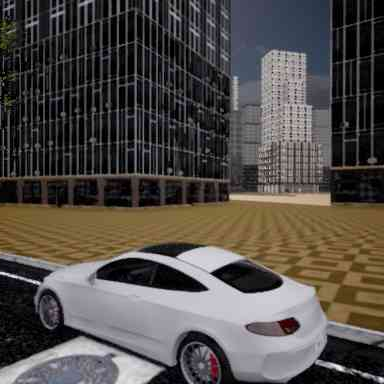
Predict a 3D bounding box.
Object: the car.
[{"bbox_3d":[-0.462,1.511,5.071,4.674,1.442,1.812,0,0,35],"label":"car"}]
